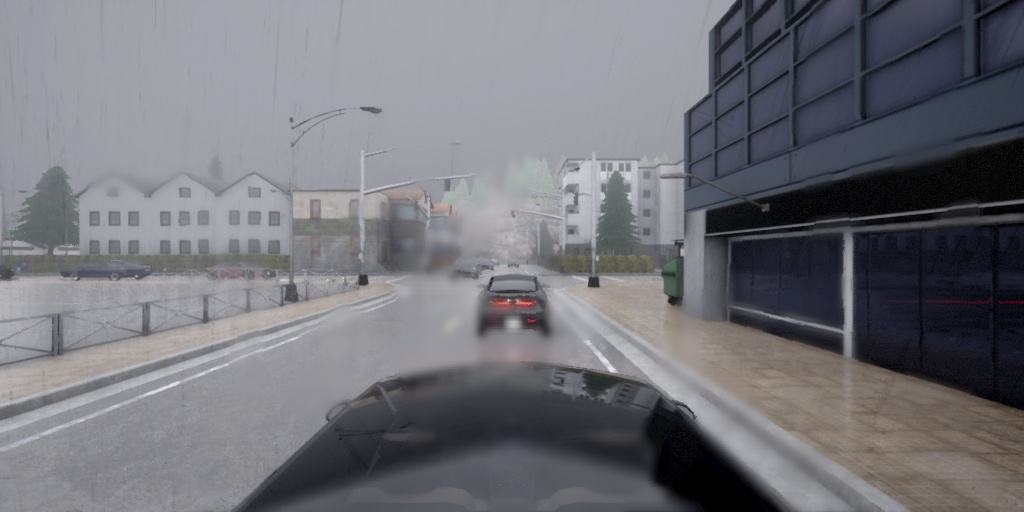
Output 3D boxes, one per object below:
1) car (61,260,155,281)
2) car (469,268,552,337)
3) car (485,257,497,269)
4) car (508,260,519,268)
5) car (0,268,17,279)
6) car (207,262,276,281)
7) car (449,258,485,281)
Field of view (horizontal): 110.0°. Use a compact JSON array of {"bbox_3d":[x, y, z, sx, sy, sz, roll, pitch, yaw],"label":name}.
[{"bbox_3d":[-29.904,1.163,26.509,4.718,1.301,1.895,0,0,0],"label":"car"},{"bbox_3d":[0.070,1.251,10.298,1.837,1.490,4.892,0,0,1],"label":"car"},{"bbox_3d":[-3.516,1.080,47.935,2.097,1.767,4.553,0,0,0],"label":"car"},{"bbox_3d":[0.199,1.323,60.949,1.895,1.301,4.718,0,0,-1],"label":"car"},{"bbox_3d":[-40.126,1.163,26.592,4.718,1.301,1.895,0,0,1],"label":"car"},{"bbox_3d":[-19.883,1.126,26.460,4.181,1.385,1.994,0,0,0],"label":"car"},{"bbox_3d":[-3.540,0.985,28.012,2.097,1.767,4.553,1,0,0],"label":"car"}]
